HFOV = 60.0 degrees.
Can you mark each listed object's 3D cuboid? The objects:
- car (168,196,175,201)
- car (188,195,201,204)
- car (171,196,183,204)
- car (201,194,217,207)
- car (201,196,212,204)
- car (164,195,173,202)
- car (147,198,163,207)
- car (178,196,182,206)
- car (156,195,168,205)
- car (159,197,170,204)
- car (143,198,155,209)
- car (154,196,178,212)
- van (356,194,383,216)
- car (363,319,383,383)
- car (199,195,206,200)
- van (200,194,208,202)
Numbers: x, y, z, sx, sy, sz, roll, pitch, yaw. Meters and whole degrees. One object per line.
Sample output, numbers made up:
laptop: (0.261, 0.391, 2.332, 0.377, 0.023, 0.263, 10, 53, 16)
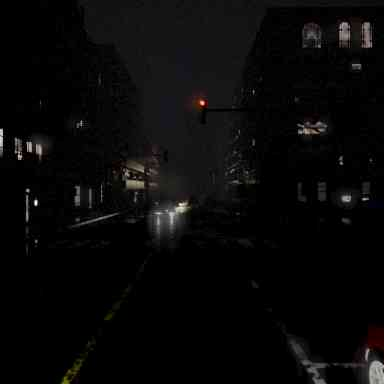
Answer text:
car: (-5.501, 1.632, 89.522, 1.802, 1.307, 4.206, -1, 0, 0)
car: (0.237, 1.547, 61.680, 1.812, 1.442, 4.674, 0, 0, 0)
car: (-2.893, 1.573, 65.524, 2.033, 1.411, 5.357, 0, 0, 1)
car: (2.793, 1.454, 50.804, 1.967, 1.590, 4.097, -1, 0, 0)
car: (2.830, 1.577, 67.387, 2.008, 1.369, 4.403, -1, 0, 0)
car: (-5.527, 1.563, 78.296, 1.752, 1.417, 4.829, -1, 0, 0)
car: (-5.586, 1.580, 50.827, 1.947, 1.339, 4.313, 0, 0, 0)
car: (-2.963, 1.539, 50.697, 1.812, 1.442, 4.674, 0, 0, 0)
car: (-5.564, 1.462, 61.883, 1.967, 1.590, 4.097, -1, 0, 0)
car: (-5.551, 1.609, 67.411, 1.802, 1.307, 4.206, -1, 0, 0)
car: (-5.598, 1.560, 45.299, 2.008, 1.369, 4.403, 0, 0, 0)
car: (-3.009, 1.532, 39.304, 1.812, 1.442, 4.674, 0, 0, 0)
van: (15.701, 1.035, 27.347, 3.998, 1.788, 1.690, -1, 1, -1)
car: (2.687, 1.544, 1.804, 1.887, 1.381, 4.507, 0, 0, 0)
car: (2.890, 1.602, 95.027, 1.887, 1.381, 4.507, -1, 0, 0)
van: (2.852, 1.379, 78.443, 1.690, 1.788, 3.998, -1, 0, 0)
